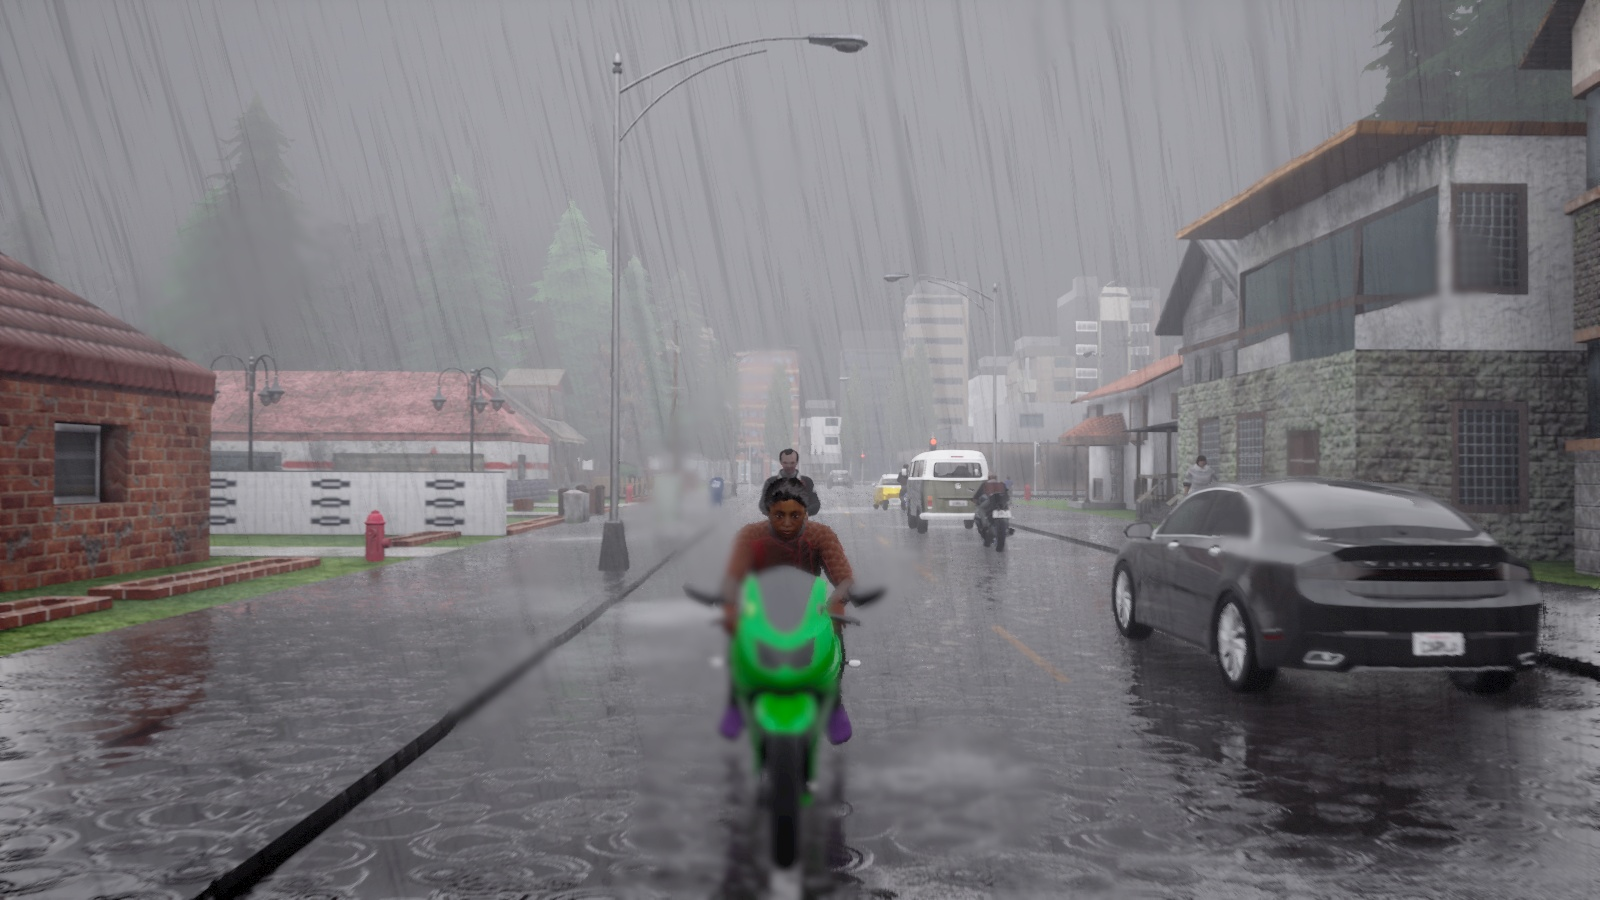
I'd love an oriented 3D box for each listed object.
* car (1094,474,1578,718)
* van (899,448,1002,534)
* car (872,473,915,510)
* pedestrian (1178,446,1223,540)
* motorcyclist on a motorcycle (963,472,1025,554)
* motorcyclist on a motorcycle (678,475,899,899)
[{"bbox_3d":[3.914,0.958,10.280,1.837,1.490,4.892,0,-1,0],"label":"car"},{"bbox_3d":[3.758,1.009,32.106,2.069,2.038,4.480,0,-1,0],"label":"van"},{"bbox_3d":[3.644,1.598,49.063,1.481,1.376,2.207,0,-1,-1],"label":"car"},{"bbox_3d":[8.429,0.891,26.460,0.659,1.952,0.873,0,-1,0],"label":"pedestrian"},{"bbox_3d":[3.811,1.209,24.827,0.866,1.530,2.191,0,-1,0],"label":"motorcyclist on a motorcycle"},{"bbox_3d":[-0.051,0.879,5.582,0.797,1.523,2.044,0,-1,0],"label":"motorcyclist on a motorcycle"}]
